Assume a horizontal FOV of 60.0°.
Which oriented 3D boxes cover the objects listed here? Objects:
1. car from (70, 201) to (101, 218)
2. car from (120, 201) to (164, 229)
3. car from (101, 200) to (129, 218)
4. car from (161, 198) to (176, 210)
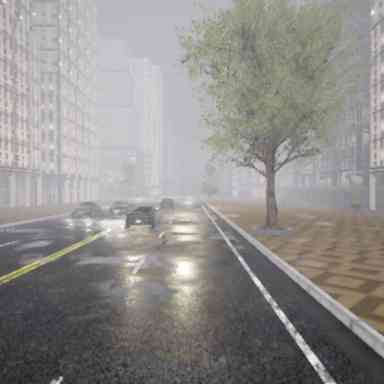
[{"bbox_3d":[-9.741,1.582,31.211,1.812,1.442,4.674,0,0,0],"label":"car"},{"bbox_3d":[-3.147,1.544,21.747,1.812,1.442,4.674,0,0,0],"label":"car"},{"bbox_3d":[-6.495,1.529,30.943,2.128,1.511,4.902,0,0,0],"label":"car"},{"bbox_3d":[-3.132,1.499,43.420,1.882,1.535,5.008,0,0,0],"label":"car"}]
